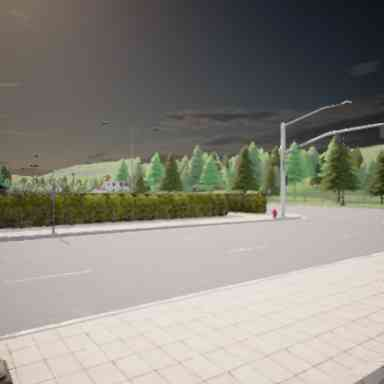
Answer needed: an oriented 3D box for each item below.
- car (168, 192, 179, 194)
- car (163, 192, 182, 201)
[{"bbox_3d":[-5.254,1.239,71.484,2.150,2.045,5.566,0,0,-35],"label":"car"},{"bbox_3d":[-4.938,1.082,83.350,2.150,2.045,5.566,0,0,-35],"label":"car"}]
